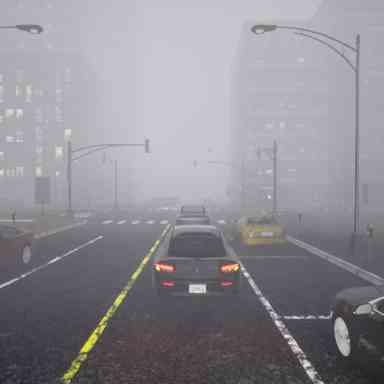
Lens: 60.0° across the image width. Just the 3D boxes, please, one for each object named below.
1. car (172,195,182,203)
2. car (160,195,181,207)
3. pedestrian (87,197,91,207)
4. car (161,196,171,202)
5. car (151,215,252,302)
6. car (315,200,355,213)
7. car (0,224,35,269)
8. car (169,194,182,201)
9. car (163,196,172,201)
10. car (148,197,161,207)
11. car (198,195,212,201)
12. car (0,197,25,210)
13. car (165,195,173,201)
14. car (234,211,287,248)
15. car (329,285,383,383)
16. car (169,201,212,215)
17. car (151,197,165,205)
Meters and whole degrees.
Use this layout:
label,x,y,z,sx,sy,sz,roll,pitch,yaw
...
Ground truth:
label,x,y,z,sx,sy,sz,roll,pitch,yaw
car,-3.142,1.487,70.545,1.837,1.490,4.892,0,0,0
car,-3.194,1.536,50.397,2.033,1.411,5.357,0,0,0
pedestrian,-12.631,1.200,40.837,0.375,1.300,0.375,0,0,1
car,-5.854,1.531,74.946,1.887,1.381,4.507,-1,0,0
car,0.083,1.523,8.109,1.812,1.442,4.674,0,0,0
car,16.238,1.623,37.552,4.403,1.369,2.008,0,0,1
car,-5.849,1.542,8.787,1.887,1.381,4.507,-1,0,0
car,-3.194,1.479,60.348,2.128,1.511,4.902,0,0,0
car,-5.865,1.568,80.601,1.802,1.307,4.206,-1,0,0
car,-5.808,1.514,52.159,1.752,1.417,4.829,-1,0,0
car,2.560,1.539,58.000,2.008,1.369,4.403,-1,0,0
car,-21.738,1.275,37.972,4.829,1.417,1.752,0,0,1
car,-5.877,1.530,86.256,1.887,1.381,4.507,-1,0,0
car,2.778,1.521,14.561,1.752,1.417,4.829,-1,0,0
car,2.802,1.550,3.102,2.008,1.369,4.403,-1,0,0
car,0.053,1.487,18.183,2.128,1.511,4.902,0,0,0
car,-5.819,1.554,57.983,1.947,1.339,4.313,-1,0,0
